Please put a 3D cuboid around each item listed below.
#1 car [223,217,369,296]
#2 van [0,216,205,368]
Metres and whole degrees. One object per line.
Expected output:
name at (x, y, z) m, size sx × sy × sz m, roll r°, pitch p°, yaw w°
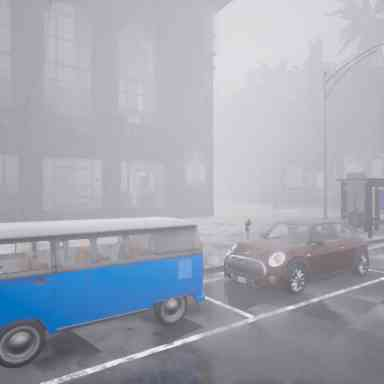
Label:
car at (2.740, 1.438, 8.600) m, size 4.097 × 1.590 × 1.967 m, roll 0°, pitch 0°, yaw -35°
van at (-1.680, 1.341, 5.453) m, size 3.998 × 1.788 × 1.690 m, roll 0°, pitch 0°, yaw -35°
